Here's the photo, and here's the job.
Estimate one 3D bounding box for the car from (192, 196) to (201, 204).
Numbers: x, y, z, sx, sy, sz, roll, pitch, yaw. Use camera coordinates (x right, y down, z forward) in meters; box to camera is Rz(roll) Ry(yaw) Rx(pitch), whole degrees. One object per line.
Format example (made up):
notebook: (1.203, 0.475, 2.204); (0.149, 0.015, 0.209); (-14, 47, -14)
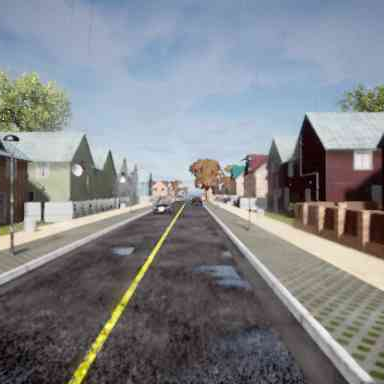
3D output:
car: (0.821, 1.585, 67.647); (1.812, 1.442, 4.674); (0, 0, 0)

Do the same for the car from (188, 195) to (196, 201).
car: (-0.005, 1.623, 92.701); (2.033, 1.411, 5.357); (0, -1, 0)

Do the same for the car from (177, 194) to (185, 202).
car: (-2.754, 1.298, 75.829); (2.097, 1.767, 4.553); (0, 0, 0)

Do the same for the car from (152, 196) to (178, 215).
car: (-2.844, 1.433, 33.391); (2.128, 1.511, 4.902); (0, 0, 0)

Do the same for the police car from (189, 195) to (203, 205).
police car: (0.822, 1.441, 57.757); (1.930, 1.638, 5.238); (0, 0, 0)

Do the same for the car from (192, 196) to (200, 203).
car: (0.820, 1.590, 73.647); (1.837, 1.490, 4.892); (0, 0, 0)
